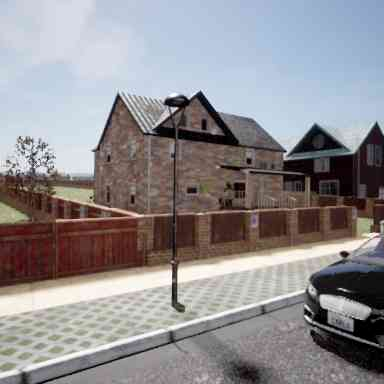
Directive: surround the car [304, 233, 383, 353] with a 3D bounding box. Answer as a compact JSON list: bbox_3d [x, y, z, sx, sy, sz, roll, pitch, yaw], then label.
[{"bbox_3d":[4.005,1.492,5.929,4.902,1.511,2.128,0,0,-35],"label":"car"}]
